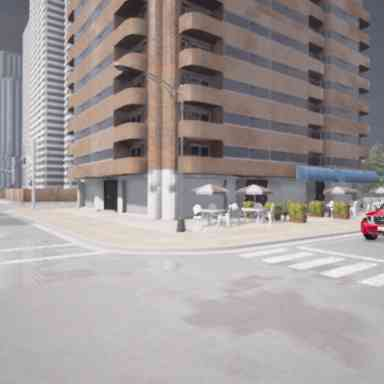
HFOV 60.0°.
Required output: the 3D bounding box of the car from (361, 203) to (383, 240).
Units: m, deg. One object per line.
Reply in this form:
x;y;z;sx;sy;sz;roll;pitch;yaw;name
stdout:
10.167;1.190;15.506;5.566;2.045;2.150;0;0;-35;car
